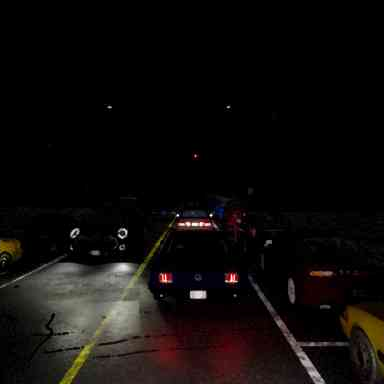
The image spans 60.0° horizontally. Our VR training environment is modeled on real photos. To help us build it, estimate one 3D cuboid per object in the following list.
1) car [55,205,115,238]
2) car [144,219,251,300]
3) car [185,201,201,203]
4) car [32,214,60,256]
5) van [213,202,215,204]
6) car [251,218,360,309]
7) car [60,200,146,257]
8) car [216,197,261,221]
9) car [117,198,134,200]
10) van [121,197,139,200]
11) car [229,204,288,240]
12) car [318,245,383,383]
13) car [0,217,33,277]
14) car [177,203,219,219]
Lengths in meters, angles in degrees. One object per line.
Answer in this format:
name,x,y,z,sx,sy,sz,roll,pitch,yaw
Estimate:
car,-5.727,1.527,18.473,1.752,1.417,4.829,0,0,0
car,0.118,1.601,8.340,1.895,1.301,4.718,0,0,0
car,0.055,1.482,27.758,1.882,1.535,5.008,0,0,0
car,-5.738,1.567,13.205,1.947,1.339,4.313,0,0,0
van,2.822,1.346,29.500,1.690,1.788,3.998,0,0,0
car,2.776,1.545,7.750,1.887,1.381,4.507,0,0,0
car,-3.065,1.353,12.831,2.097,1.767,4.553,0,0,0
car,2.799,1.317,18.625,2.192,1.841,5.009,0,0,0
car,-5.715,1.444,24.080,1.967,1.590,4.097,0,0,0
van,-5.704,1.346,29.518,1.690,1.788,3.998,0,0,0
car,2.787,1.441,13.187,1.967,1.590,4.097,0,0,0
car,2.765,1.525,2.482,1.752,1.417,4.829,0,0,0
car,-5.750,1.526,7.598,1.752,1.417,4.829,0,0,0
car,0.134,1.549,17.930,2.033,1.411,5.357,0,0,0
